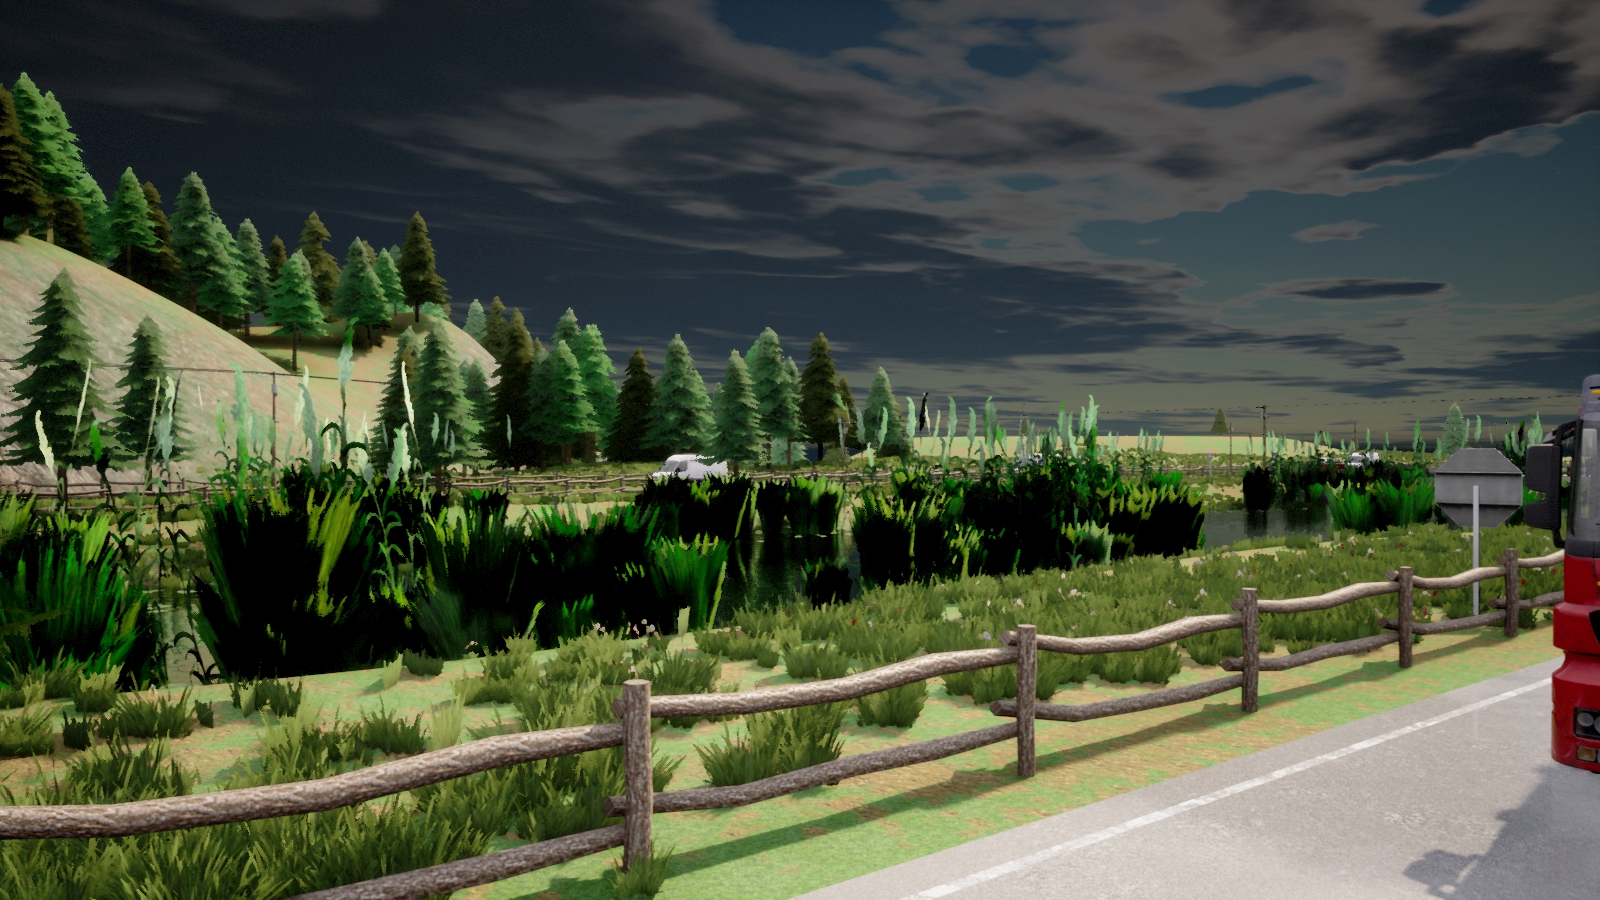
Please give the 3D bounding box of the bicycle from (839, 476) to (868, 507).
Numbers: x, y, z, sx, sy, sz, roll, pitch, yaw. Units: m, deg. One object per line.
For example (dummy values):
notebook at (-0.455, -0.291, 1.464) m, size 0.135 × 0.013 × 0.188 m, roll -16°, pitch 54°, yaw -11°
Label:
bicycle at (2.608, 2.029, 56.055) m, size 1.643 × 1.496 × 0.373 m, roll 0°, pitch 0°, yaw -43°

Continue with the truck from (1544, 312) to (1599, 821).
truck at (9.660, 0.861, 11.000) m, size 2.891 × 3.827 × 8.468 m, roll 0°, pitch 1°, yaw 42°
